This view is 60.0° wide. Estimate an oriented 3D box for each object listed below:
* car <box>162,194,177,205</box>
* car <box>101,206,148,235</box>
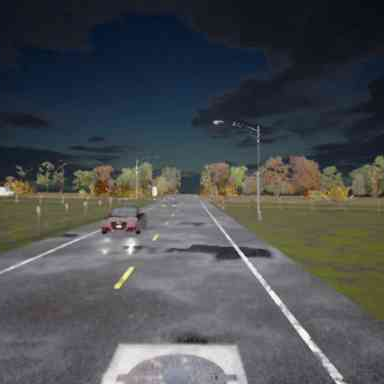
[{"bbox_3d":[-3.534,1.171,53.258,2.097,1.767,4.553,0,0,1],"label":"car"},{"bbox_3d":[-3.595,1.498,18.328,1.994,1.385,4.181,0,0,0],"label":"car"}]
